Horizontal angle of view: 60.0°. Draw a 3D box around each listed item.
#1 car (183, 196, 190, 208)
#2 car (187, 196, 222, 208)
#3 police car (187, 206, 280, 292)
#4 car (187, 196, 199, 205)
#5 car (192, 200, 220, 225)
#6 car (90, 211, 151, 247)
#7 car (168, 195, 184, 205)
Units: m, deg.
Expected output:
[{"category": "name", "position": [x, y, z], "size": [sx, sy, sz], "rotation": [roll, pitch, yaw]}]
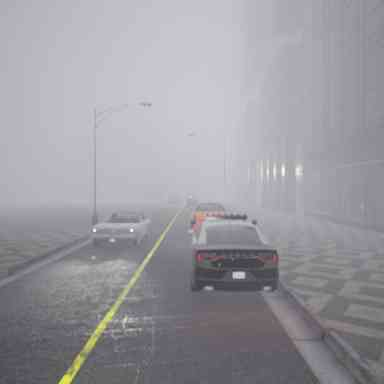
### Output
[{"category": "car", "position": [0.113, 1.573, 46.539], "size": [1.895, 1.301, 4.718], "rotation": [0, 0, 1]}, {"category": "car", "position": [0.938, 1.323, 18.905], "size": [2.097, 1.767, 4.553], "rotation": [0, 0, 0]}, {"category": "police car", "position": [0.917, 1.409, 9.044], "size": [1.930, 1.638, 5.238], "rotation": [0, 0, 0]}, {"category": "car", "position": [0.131, 1.479, 60.397], "size": [2.128, 1.511, 4.902], "rotation": [0, 0, 0]}, {"category": "car", "position": [0.953, 1.445, 24.935], "size": [1.882, 1.535, 5.008], "rotation": [0, 0, 0]}, {"category": "car", "position": [-3.069, 1.576, 15.110], "size": [1.895, 1.301, 4.718], "rotation": [0, 0, 0]}, {"category": "car", "position": [-2.955, 1.335, 56.325], "size": [2.097, 1.767, 4.553], "rotation": [0, 0, 0]}]
